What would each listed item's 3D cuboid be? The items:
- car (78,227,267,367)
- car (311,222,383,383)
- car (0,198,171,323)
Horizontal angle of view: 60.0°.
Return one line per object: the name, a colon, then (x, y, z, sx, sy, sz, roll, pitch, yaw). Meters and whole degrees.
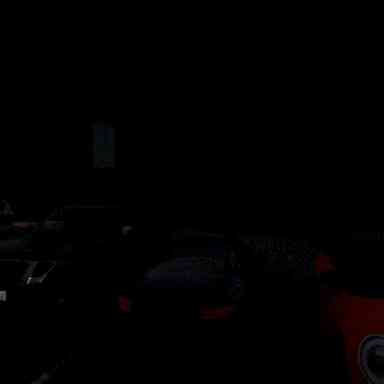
car: (0.282, 1.526, 5.902, 2.002, 1.452, 4.674, 0, -1, 16)
car: (2.740, 1.361, 4.187, 2.185, 1.767, 4.553, 1, -1, 16)
car: (-2.142, 1.235, 7.631, 2.435, 2.045, 5.566, 1, -1, 15)
